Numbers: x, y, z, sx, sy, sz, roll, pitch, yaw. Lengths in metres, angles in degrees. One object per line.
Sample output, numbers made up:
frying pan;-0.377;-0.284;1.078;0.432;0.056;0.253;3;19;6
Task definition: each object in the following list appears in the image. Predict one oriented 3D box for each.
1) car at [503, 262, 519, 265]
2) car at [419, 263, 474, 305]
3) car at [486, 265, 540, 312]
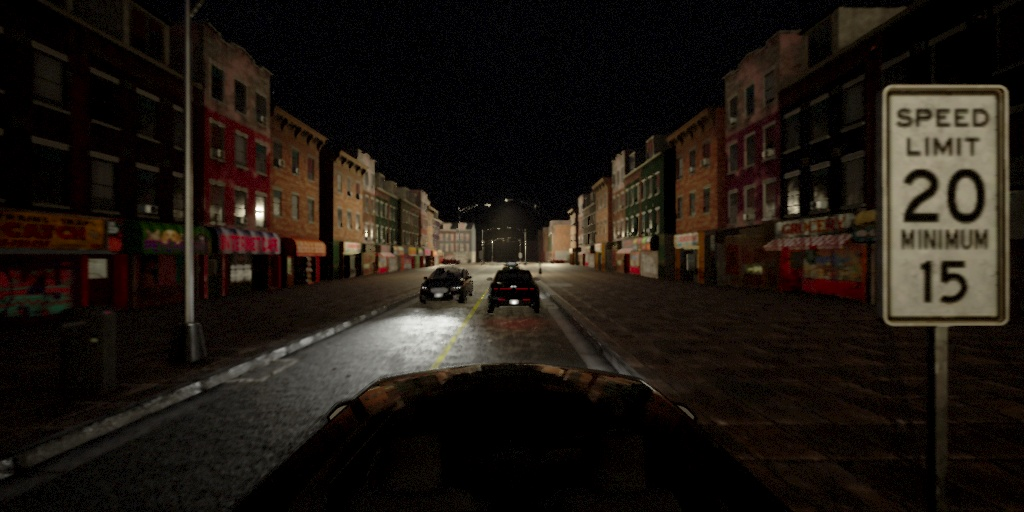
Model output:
car;-0.074;1.351;42.856;1.994;1.385;4.181;0;0;0
car;-2.821;1.256;16.281;2.128;1.511;4.902;0;0;0
car;0.058;1.262;14.193;1.837;1.490;4.892;0;0;0
